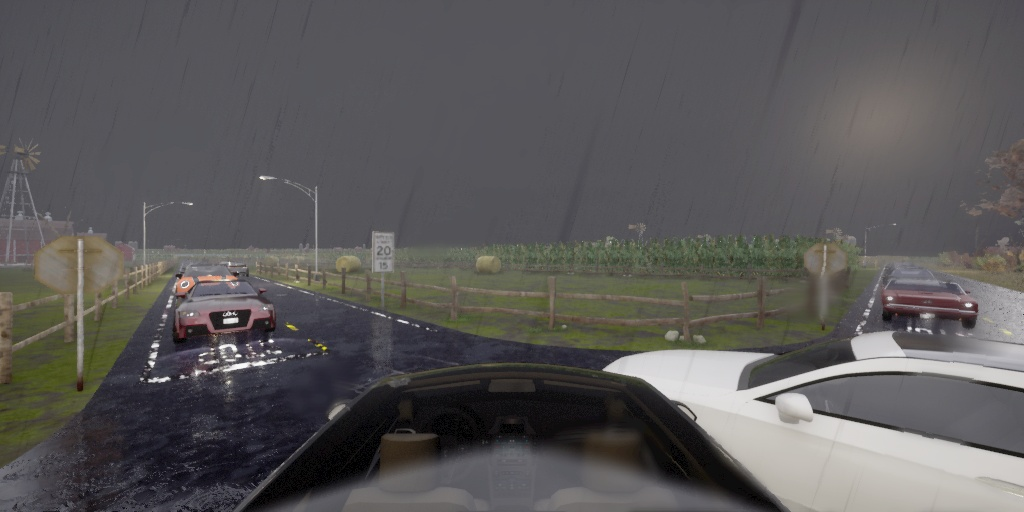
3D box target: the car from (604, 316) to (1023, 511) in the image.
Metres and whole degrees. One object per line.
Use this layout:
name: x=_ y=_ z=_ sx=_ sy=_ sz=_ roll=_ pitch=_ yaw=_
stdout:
car: x=2.815 y=1.293 z=2.513 sx=1.812 sy=1.442 sz=4.674 roll=0 pitch=1 yaw=-45

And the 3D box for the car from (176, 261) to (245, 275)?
car: x=-13.894 y=1.150 z=16.401 sx=2.097 sy=1.767 sz=4.553 roll=0 pitch=0 yaw=-42

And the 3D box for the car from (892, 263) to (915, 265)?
car: x=27.084 y=1.405 z=24.662 sx=4.181 sy=1.385 sz=1.994 roll=0 pitch=1 yaw=-43

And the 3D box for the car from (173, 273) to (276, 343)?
car: x=-8.047 y=1.360 z=9.981 sx=1.994 sy=1.385 sz=4.181 roll=0 pitch=0 yaw=-43

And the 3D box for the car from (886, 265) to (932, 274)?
car: x=20.399 y=1.365 z=18.333 sx=5.357 sy=1.411 sz=2.033 roll=0 pitch=1 yaw=-43

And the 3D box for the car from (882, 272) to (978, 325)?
car: x=13.394 y=1.399 z=11.692 sx=4.718 sy=1.301 sz=1.895 roll=0 pitch=1 yaw=-44

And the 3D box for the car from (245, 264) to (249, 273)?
car: x=-27.369 y=1.305 z=35.483 sx=2.128 sy=1.511 sz=4.902 roll=0 pitch=0 yaw=-42

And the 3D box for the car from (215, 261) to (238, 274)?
car: x=-34.172 y=1.331 z=42.867 sx=1.837 sy=1.490 sz=4.892 roll=0 pitch=0 yaw=-42
